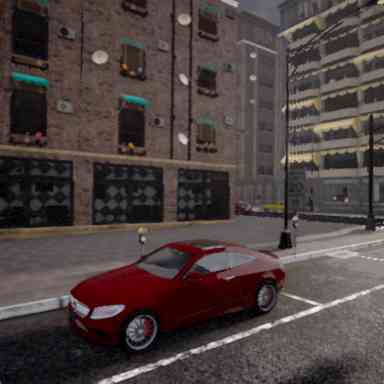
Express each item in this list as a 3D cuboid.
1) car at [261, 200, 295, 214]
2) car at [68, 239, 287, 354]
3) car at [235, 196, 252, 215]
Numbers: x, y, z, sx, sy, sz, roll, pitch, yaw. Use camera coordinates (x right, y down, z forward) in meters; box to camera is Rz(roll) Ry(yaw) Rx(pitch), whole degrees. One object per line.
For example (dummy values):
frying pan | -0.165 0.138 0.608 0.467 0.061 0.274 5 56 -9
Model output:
car | 9.828 1.619 36.659 1.752 1.417 4.829 1 -1 -35
car | -0.027 1.575 6.067 4.206 1.307 1.802 0 1 -36
car | 3.511 1.262 31.952 2.192 1.841 5.009 1 -1 -35
